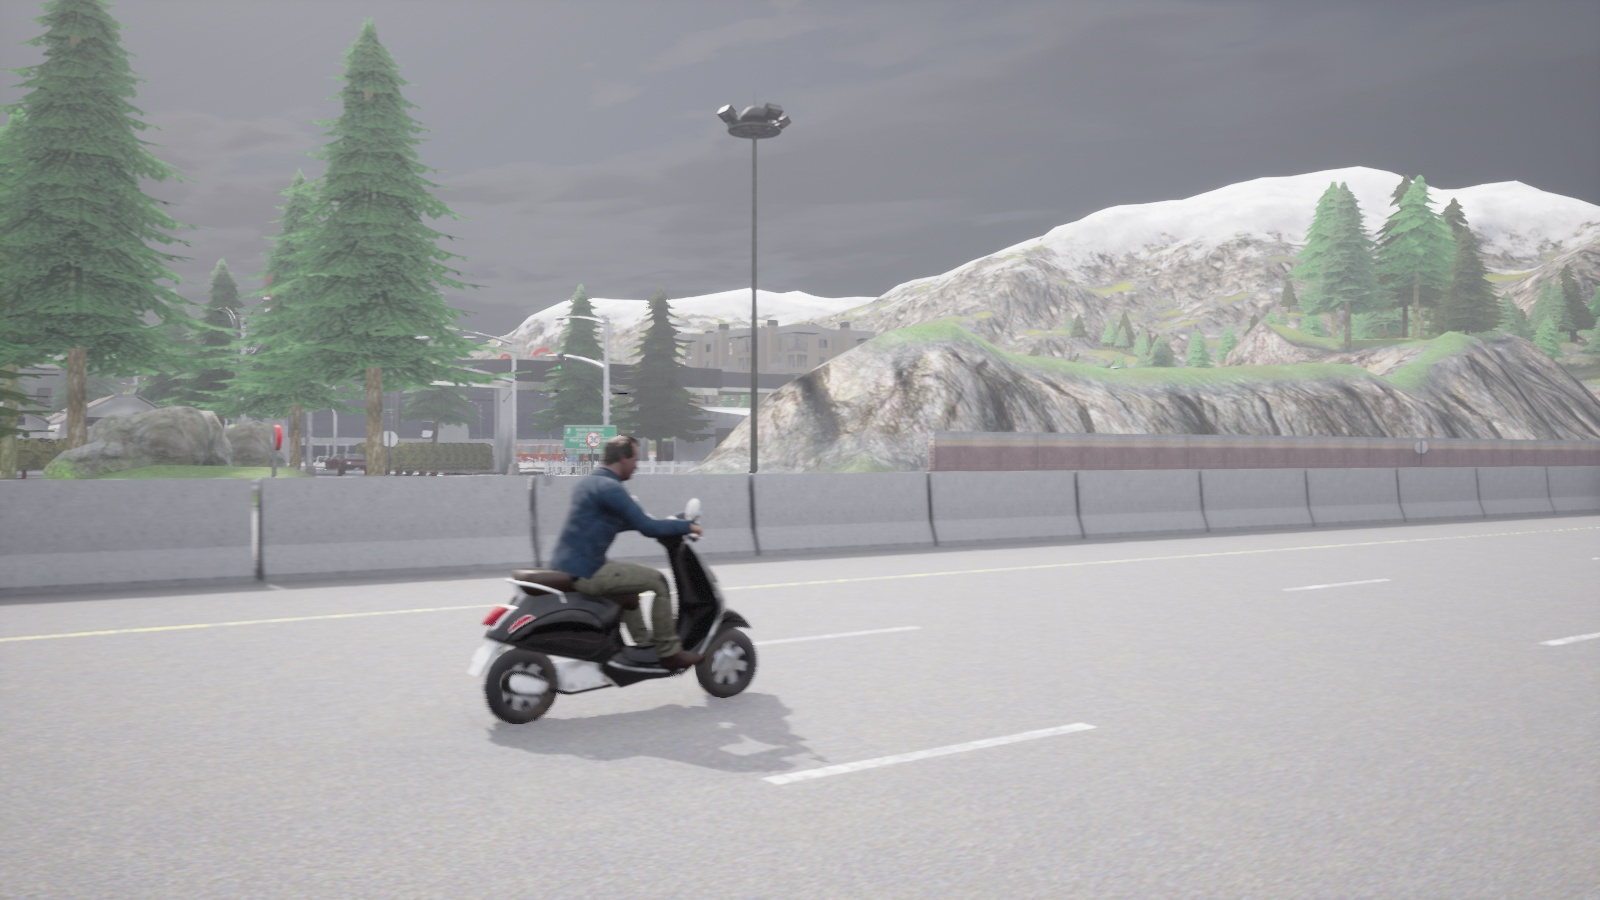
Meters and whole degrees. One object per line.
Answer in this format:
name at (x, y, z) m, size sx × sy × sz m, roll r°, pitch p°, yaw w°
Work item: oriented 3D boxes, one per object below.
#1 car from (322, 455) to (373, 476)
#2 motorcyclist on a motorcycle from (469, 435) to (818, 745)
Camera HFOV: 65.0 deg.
car at (-28.850, 0.991, 79.979) m, size 1.895 × 1.301 × 4.718 m, roll 2°, pitch -1°, yaw -35°
motorcyclist on a motorcycle at (-0.888, 0.718, 7.306) m, size 1.817 × 1.590 × 0.866 m, roll 0°, pitch 0°, yaw -35°
